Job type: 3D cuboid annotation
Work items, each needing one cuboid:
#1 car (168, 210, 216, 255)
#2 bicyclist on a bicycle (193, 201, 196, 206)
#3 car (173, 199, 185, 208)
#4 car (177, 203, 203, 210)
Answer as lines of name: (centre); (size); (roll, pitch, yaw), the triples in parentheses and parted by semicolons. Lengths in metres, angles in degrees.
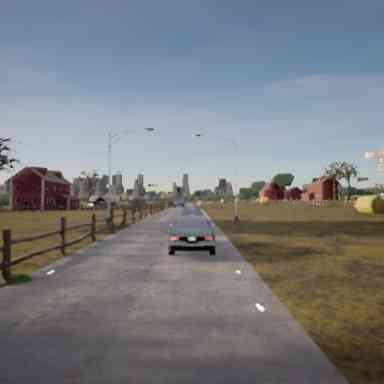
car: (0.000, 1.698, 14.020); (2.033, 1.411, 5.357); (0, -1, 0)
bicyclist on a bicycle: (0.752, 3.135, 89.182); (0.582, 1.620, 1.656); (0, -2, 0)
car: (-2.754, 2.434, 71.027); (2.150, 2.045, 5.566); (0, -1, 0)
car: (0.003, 1.924, 29.337); (1.994, 1.385, 4.181); (0, -1, 0)
